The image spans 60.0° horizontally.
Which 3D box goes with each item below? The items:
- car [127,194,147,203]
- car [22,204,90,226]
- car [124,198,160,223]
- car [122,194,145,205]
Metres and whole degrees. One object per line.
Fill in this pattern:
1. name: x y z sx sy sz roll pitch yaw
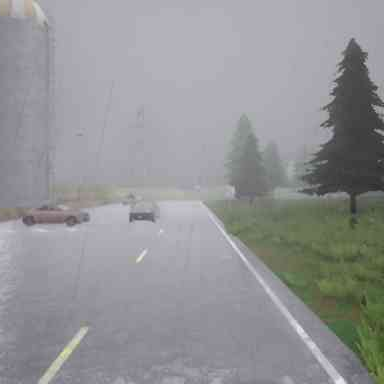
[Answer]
1. car: -11.918 1.295 72.244 3.866 1.878 1.905 0 0 -31
2. car: -9.064 1.531 22.390 4.181 1.381 1.994 0 0 -1
3. car: -3.530 1.456 25.361 1.882 1.535 5.008 0 0 1
4. car: -9.558 1.435 55.398 3.988 1.617 1.851 0 0 -1
